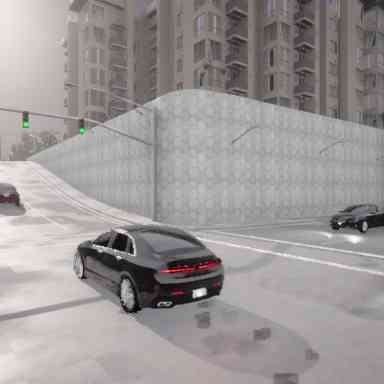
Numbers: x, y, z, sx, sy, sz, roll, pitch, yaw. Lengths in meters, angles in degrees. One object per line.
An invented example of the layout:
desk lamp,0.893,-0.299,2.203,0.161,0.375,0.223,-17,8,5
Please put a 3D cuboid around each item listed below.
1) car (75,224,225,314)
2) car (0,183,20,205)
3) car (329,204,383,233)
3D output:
car,-1.277,1.525,7.817,1.837,1.490,4.892,0,0,-36
car,-16.324,0.002,28.742,2.097,1.767,4.553,0,9,-36
car,10.174,1.502,19.861,4.892,1.490,1.837,0,0,-36
